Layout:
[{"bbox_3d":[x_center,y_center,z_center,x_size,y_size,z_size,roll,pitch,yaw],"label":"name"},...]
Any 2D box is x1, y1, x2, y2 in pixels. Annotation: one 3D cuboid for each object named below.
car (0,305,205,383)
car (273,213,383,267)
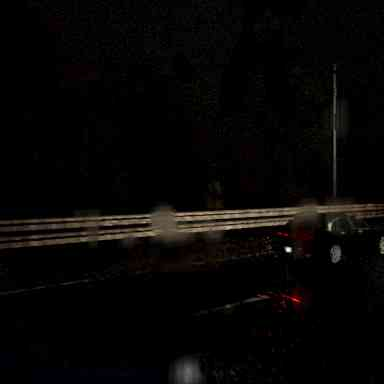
[{"bbox_3d":[-1.902,1.563,2.369,4.181,1.385,1.994,0,0,-35],"label":"car"},{"bbox_3d":[4.893,1.486,11.415,4.892,1.490,1.837,0,0,-35],"label":"car"}]
